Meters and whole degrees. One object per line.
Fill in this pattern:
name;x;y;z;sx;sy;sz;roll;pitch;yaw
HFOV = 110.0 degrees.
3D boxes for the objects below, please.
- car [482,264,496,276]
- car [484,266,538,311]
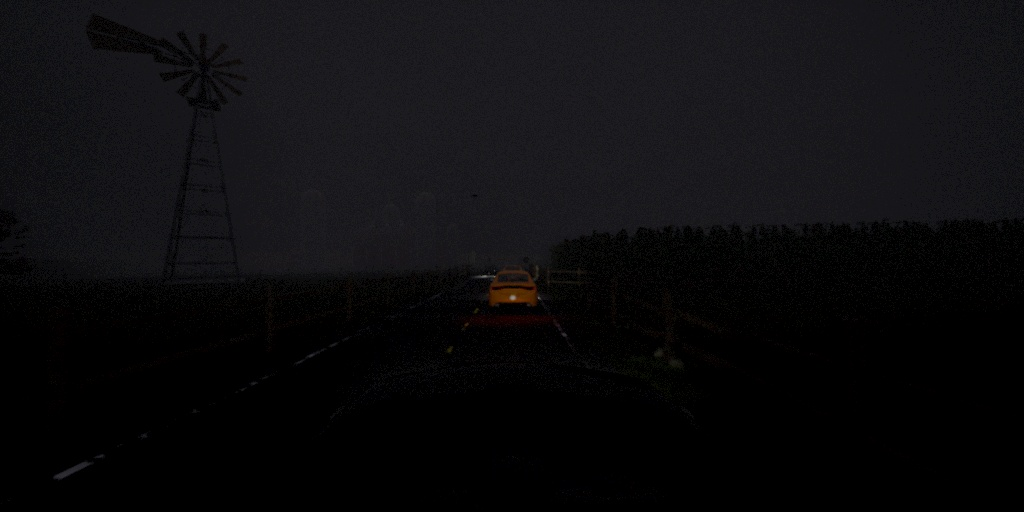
car;-2.769;1.744;46.194;2.033;1.411;5.357;0;-1;1
car;0.055;1.362;15.405;1.882;1.535;5.008;0;0;0
